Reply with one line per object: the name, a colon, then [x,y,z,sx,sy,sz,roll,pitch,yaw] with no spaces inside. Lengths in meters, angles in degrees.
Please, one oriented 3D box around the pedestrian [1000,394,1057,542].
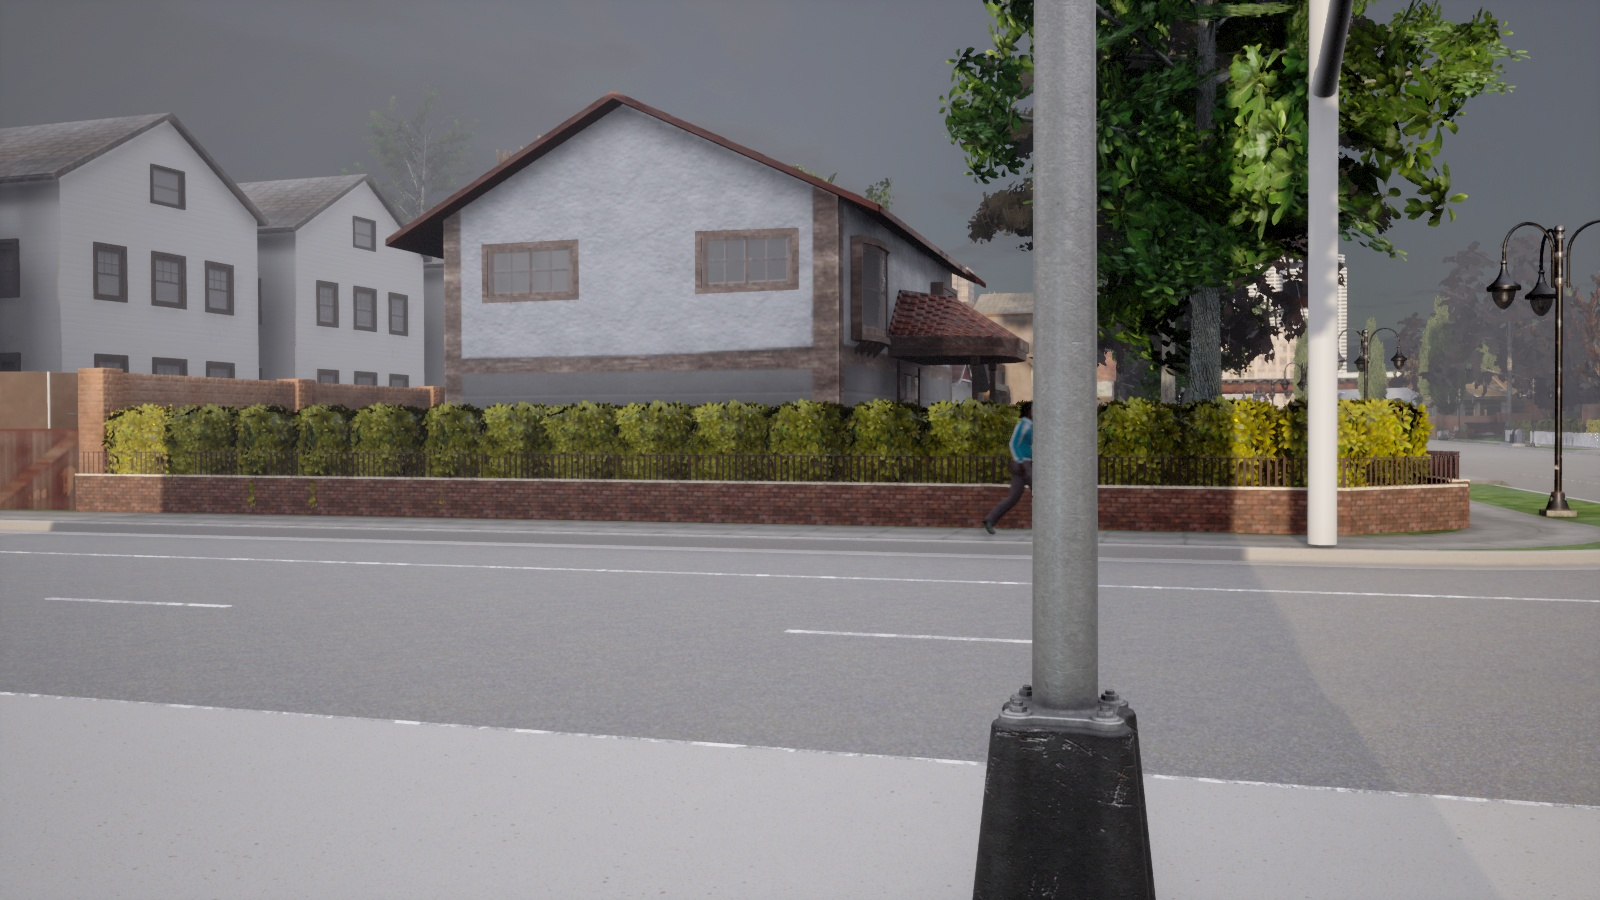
pedestrian: [3.031,0.225,16.628,0.692,1.930,0.396,0,1,16]
